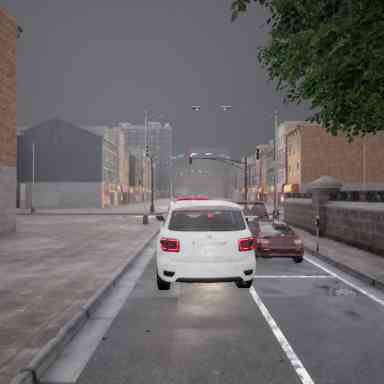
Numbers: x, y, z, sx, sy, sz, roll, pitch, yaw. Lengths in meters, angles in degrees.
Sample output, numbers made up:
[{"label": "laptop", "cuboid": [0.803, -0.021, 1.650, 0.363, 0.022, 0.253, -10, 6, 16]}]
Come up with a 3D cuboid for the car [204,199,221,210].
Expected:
[{"label": "car", "cuboid": [2.617, 1.604, 43.602, 1.887, 1.381, 4.507, 1, 0, 0]}]

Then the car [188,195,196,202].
[{"label": "car", "cuboid": [-0.052, 1.552, 83.791, 2.097, 1.767, 4.553, 0, 0, 0]}]

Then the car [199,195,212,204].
[{"label": "car", "cuboid": [2.605, 1.439, 65.352, 2.192, 1.841, 5.009, 1, 0, 0]}]

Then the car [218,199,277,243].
[{"label": "car", "cuboid": [2.636, 1.326, 17.172, 2.192, 1.841, 5.009, 1, 0, 0]}]

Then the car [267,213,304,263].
[{"label": "car", "cuboid": [2.636, 1.588, 11.723, 1.802, 1.307, 4.206, 1, 0, 0]}]

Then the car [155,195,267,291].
[{"label": "car", "cuboid": [0.174, 1.225, 9.234, 2.150, 2.045, 5.566, 0, 0, -4]}]

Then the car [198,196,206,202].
[{"label": "car", "cuboid": [2.590, 1.763, 87.101, 2.008, 1.369, 4.403, 0, 0, 0]}]
